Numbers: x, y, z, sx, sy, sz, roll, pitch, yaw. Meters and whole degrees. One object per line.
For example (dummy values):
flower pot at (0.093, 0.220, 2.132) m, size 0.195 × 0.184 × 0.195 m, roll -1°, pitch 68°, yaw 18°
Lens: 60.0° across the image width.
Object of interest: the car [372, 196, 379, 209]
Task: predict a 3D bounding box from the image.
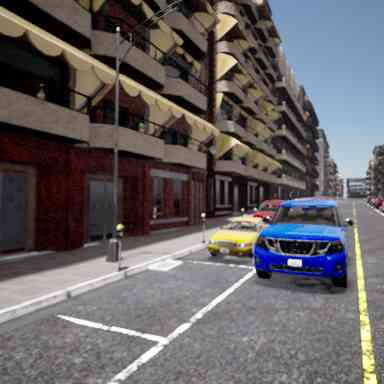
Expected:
car at (28.489, 1.594, 49.458) m, size 2.192 × 1.841 × 5.009 m, roll 1°, pitch 0°, yaw 26°

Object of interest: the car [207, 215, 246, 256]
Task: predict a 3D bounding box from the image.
car at (2.114, 1.594, 12.943) m, size 1.752 × 1.417 × 4.829 m, roll 1°, pitch 0°, yaw 26°

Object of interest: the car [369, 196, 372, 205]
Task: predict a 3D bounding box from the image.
car at (33.302, 1.796, 59.418) m, size 1.967 × 1.590 × 4.097 m, roll 1°, pitch 0°, yaw 26°

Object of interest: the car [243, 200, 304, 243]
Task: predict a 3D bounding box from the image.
car at (4.600, 1.408, 18.075) m, size 2.192 × 1.841 × 5.009 m, roll 1°, pitch 0°, yaw 26°

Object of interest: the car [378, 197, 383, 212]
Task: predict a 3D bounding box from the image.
car at (23.709, 1.650, 39.482) m, size 1.967 × 1.590 × 4.097 m, roll 1°, pitch 0°, yaw 26°

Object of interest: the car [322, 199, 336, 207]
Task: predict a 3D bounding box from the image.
car at (23.854, 1.913, 57.908) m, size 1.947 × 1.339 × 4.313 m, roll 1°, pitch 0°, yaw 26°

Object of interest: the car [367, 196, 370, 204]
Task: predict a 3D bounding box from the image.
car at (38.115, 2.022, 69.378) m, size 1.802 × 1.307 × 4.206 m, roll 1°, pitch 0°, yaw 26°

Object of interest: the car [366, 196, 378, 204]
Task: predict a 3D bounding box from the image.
car at (42.935, 1.847, 79.337) m, size 2.192 × 1.841 × 5.009 m, roll 1°, pitch 0°, yaw 26°

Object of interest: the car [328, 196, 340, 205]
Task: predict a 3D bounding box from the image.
car at (31.080, 1.785, 72.842) m, size 2.192 × 1.841 × 5.009 m, roll 1°, pitch 0°, yaw 26°

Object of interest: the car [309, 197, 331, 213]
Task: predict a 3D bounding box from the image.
car at (16.636, 1.556, 42.969) m, size 2.192 × 1.841 × 5.009 m, roll 1°, pitch 0°, yaw 26°

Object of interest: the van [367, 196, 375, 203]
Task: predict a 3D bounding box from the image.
van at (45.342, 1.922, 84.317) m, size 1.690 × 1.788 × 3.998 m, roll 1°, pitch 0°, yaw 26°

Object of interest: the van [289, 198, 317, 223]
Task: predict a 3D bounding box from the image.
van at (9.414, 1.487, 28.031) m, size 1.690 × 1.788 × 3.998 m, roll 1°, pitch 0°, yaw 26°

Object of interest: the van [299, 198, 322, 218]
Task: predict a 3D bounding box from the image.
van at (11.821, 1.517, 33.012) m, size 1.690 × 1.788 × 3.998 m, roll 1°, pitch 0°, yaw 26°

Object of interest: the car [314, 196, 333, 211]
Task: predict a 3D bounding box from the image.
car at (19.044, 1.590, 47.947) m, size 2.192 × 1.841 × 5.009 m, roll 1°, pitch 0°, yaw 26°

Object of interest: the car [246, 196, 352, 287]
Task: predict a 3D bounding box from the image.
car at (3.549, 1.271, 10.062) m, size 2.150 × 2.045 × 5.566 m, roll 0°, pitch 0°, yaw 26°
